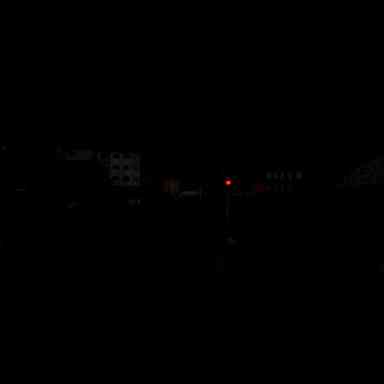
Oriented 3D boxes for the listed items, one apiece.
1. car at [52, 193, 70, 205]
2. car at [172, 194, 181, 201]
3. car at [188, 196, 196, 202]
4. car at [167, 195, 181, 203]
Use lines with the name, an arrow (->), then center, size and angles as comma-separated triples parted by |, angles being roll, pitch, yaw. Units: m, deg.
car -> -19.755, 1.031, 48.554 | 1.905, 1.878, 3.866 | 0, 0, 35
car -> -3.993, 1.417, 85.112 | 2.097, 1.767, 4.553 | 0, 0, 0
car -> 0.006, 1.599, 79.777 | 2.033, 1.411, 5.357 | 0, 0, 0
car -> -3.994, 1.418, 69.470 | 2.097, 1.767, 4.553 | 0, 0, 0
